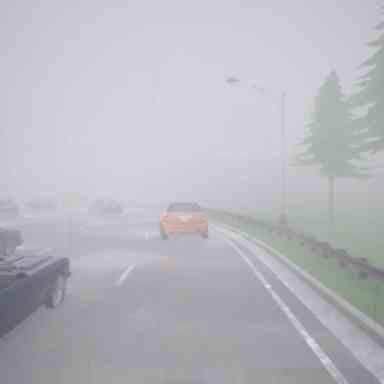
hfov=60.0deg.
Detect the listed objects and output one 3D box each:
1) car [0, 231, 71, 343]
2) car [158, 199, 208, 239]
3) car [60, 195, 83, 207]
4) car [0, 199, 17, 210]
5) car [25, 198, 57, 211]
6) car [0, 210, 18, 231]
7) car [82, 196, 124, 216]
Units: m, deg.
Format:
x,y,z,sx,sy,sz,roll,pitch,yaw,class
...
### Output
x,y,z,sx,sy,sz,roll,pitch,yaw,class
-3.401,1.558,4.720,1.895,1.301,4.718,0,0,0,car
-0.574,1.207,16.535,2.097,1.767,4.553,0,0,-7,car
-15.649,1.091,44.333,5.008,1.535,1.882,0,-1,40,car
-17.318,1.298,30.415,1.994,1.385,4.181,0,0,-36,car
-15.927,1.297,34.862,1.895,1.301,4.718,0,1,-42,car
-6.940,1.463,9.503,2.033,1.411,5.357,0,0,-1,car
-7.700,1.292,29.273,2.033,1.411,5.357,0,0,-32,car
